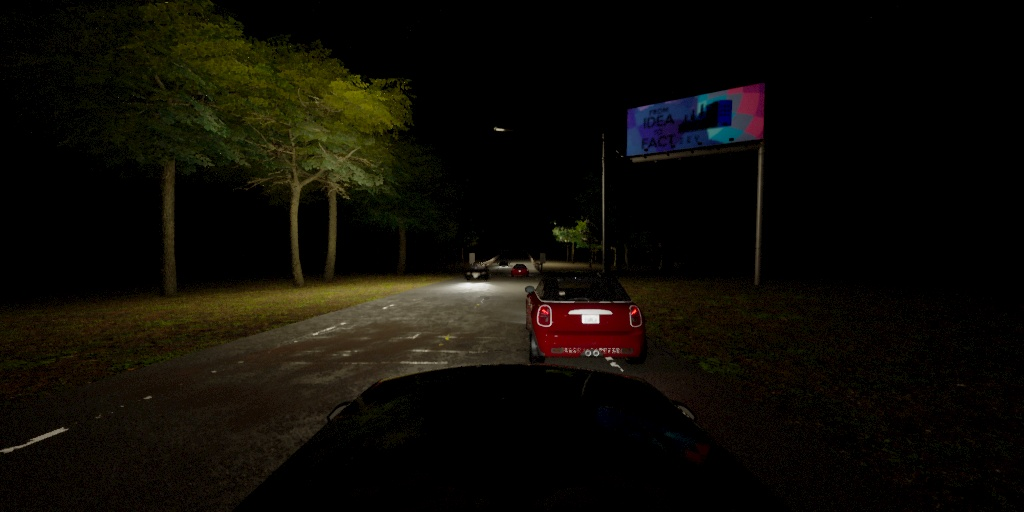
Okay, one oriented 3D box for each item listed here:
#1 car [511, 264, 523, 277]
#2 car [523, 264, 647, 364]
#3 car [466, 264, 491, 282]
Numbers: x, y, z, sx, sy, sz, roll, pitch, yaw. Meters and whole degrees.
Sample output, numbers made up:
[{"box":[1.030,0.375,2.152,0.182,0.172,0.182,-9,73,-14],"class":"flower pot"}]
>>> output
[{"box":[0.923,1.670,41.305,1.994,1.385,4.181,0,-1,2],"class":"car"},{"box":[1.394,1.113,8.282,2.097,1.767,4.553,0,0,1],"class":"car"},{"box":[-2.942,1.475,32.192,2.128,1.511,4.902,0,-1,1],"class":"car"}]
